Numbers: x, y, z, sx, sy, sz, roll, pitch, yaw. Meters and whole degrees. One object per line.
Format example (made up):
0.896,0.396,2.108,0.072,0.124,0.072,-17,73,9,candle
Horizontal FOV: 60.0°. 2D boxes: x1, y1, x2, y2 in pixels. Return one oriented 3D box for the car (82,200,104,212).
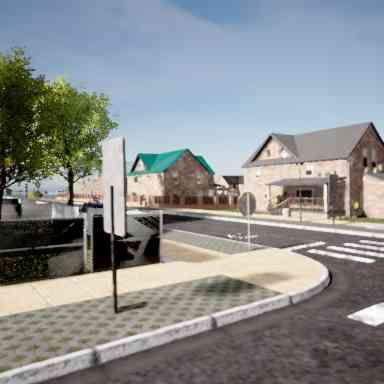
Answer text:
-10.693,1.576,36.704,1.994,1.385,4.181,-2,1,-34,car
